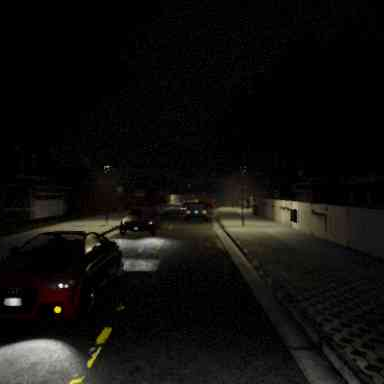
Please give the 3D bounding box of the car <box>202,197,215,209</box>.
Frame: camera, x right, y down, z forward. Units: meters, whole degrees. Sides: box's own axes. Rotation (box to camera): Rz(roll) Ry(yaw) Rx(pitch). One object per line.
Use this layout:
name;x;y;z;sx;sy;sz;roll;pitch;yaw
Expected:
car;2.031;1.486;44.864;1.882;1.535;5.008;0;0;7

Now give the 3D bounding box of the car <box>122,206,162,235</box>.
car;-2.761;1.537;18.869;1.812;1.442;4.674;0;0;1

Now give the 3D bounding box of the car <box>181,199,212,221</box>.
car;0.431;1.561;27.461;2.033;1.411;5.357;0;0;3

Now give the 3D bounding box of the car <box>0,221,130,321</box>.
car;-2.834;1.570;7.294;1.994;1.385;4.181;0;0;1

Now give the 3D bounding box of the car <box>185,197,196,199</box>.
car;-0.326;1.488;49.267;1.882;1.535;5.008;0;0;9
